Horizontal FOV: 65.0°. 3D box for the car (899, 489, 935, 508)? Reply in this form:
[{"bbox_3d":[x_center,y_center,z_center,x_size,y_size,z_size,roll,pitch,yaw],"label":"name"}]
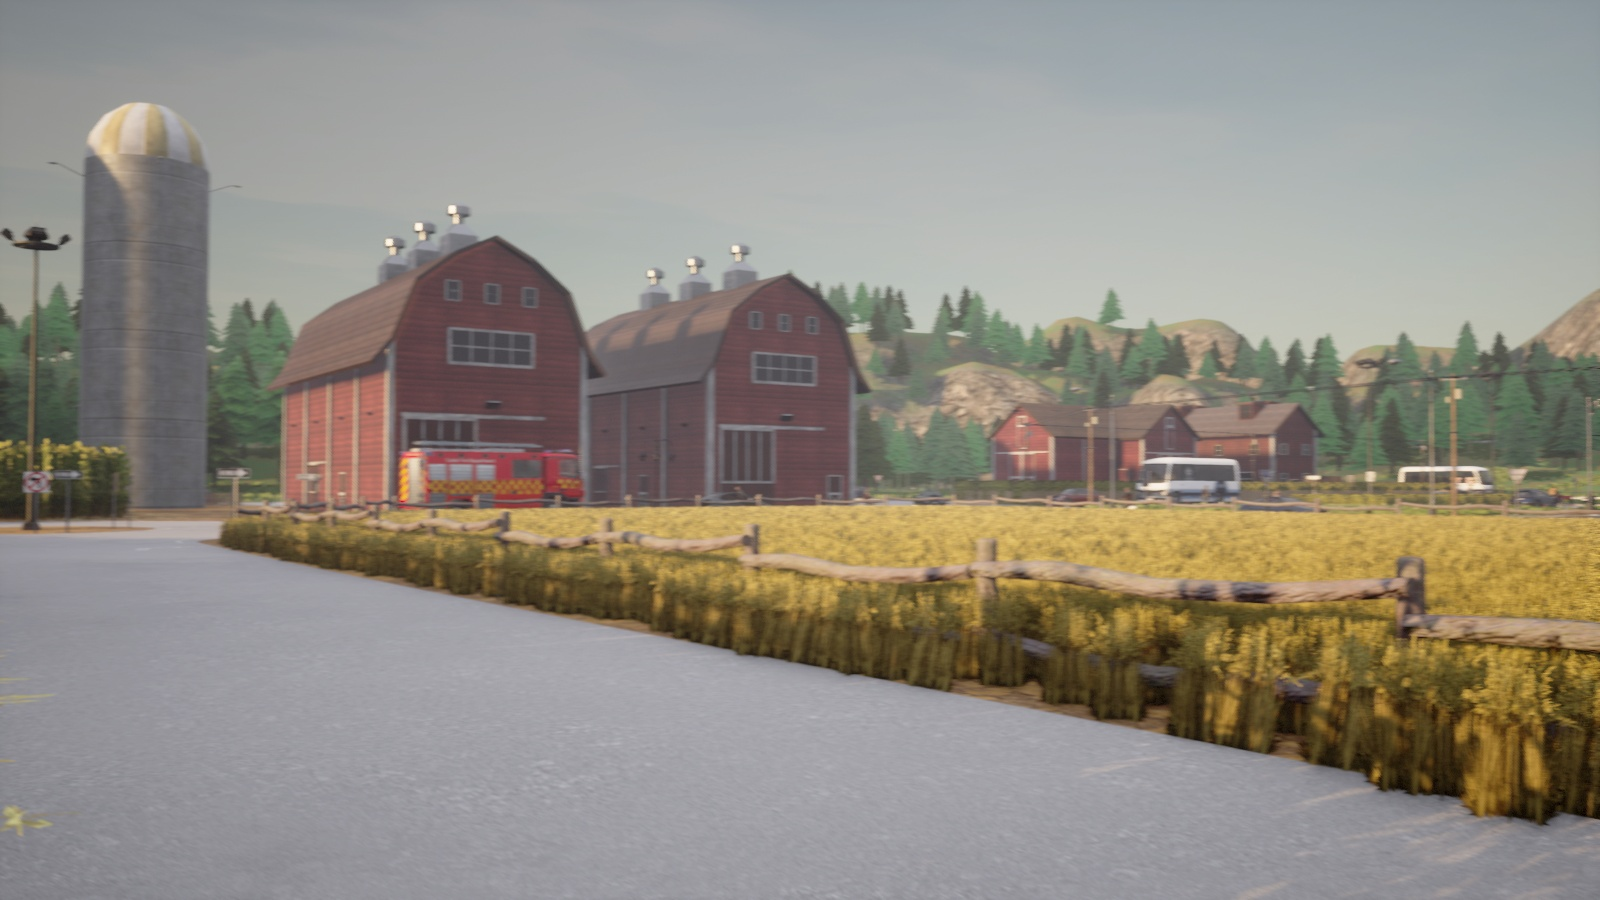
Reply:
[{"bbox_3d":[8.853,3.675,95.706,1.994,1.385,4.181,0,-1,-5],"label":"car"}]

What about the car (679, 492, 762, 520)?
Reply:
[{"bbox_3d":[-4.314,3.015,68.284,4.193,1.474,1.816,1,-2,-38],"label":"car"}]

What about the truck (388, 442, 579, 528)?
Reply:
[{"bbox_3d":[-14.968,1.663,60.003,8.468,3.827,2.891,1,-2,-42],"label":"truck"}]

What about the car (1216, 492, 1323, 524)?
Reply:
[{"bbox_3d":[21.429,2.623,57.440,1.994,1.385,4.181,1,-2,-35],"label":"car"}]
